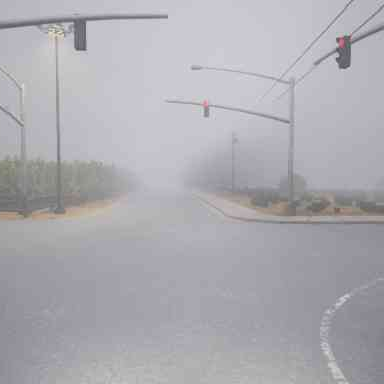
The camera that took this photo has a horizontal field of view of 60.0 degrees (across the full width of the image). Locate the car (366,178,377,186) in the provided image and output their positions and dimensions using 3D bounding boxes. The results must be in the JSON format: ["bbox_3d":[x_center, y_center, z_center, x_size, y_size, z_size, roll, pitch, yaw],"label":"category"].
[{"bbox_3d":[42.098,-2.341,77.685,1.905,1.878,3.866,10,10,41],"label":"car"}]
